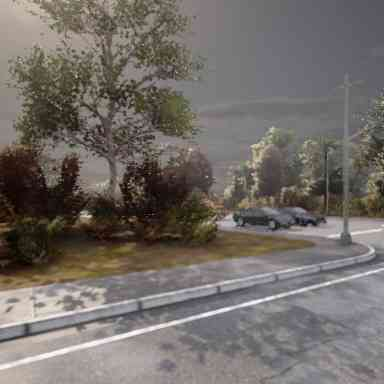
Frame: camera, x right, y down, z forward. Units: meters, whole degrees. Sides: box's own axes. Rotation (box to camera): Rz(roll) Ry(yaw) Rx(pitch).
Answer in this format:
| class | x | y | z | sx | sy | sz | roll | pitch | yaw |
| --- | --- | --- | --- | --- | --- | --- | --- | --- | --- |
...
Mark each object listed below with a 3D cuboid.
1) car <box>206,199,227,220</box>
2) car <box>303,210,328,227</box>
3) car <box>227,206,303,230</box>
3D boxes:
| class | x | y | z | sx | sy | sz | roll | pitch | yaw |
| --- | --- | --- | --- | --- | --- | --- | --- | --- | --- |
| car | 1.173 | 1.713 | 33.995 | 2.150 | 2.045 | 5.566 | 1 | -2 | -42 |
| car | 7.785 | 1.895 | 26.239 | 2.033 | 1.411 | 5.357 | 1 | -1 | -39 |
| car | 5.123 | 1.809 | 23.919 | 1.837 | 1.490 | 4.892 | 1 | -1 | -39 |
